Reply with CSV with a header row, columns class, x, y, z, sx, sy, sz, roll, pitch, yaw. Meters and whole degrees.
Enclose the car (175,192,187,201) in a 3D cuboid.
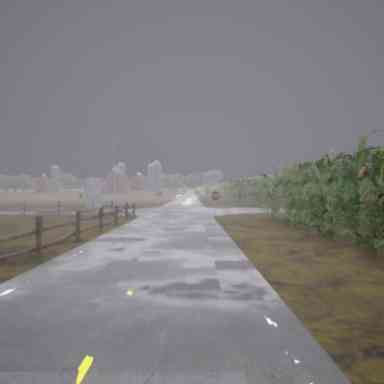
class,x,y,z,sx,sy,sz,roll,pitch,yaw
car,-2.793,1.086,77.017,2.150,2.045,5.566,0,0,0
